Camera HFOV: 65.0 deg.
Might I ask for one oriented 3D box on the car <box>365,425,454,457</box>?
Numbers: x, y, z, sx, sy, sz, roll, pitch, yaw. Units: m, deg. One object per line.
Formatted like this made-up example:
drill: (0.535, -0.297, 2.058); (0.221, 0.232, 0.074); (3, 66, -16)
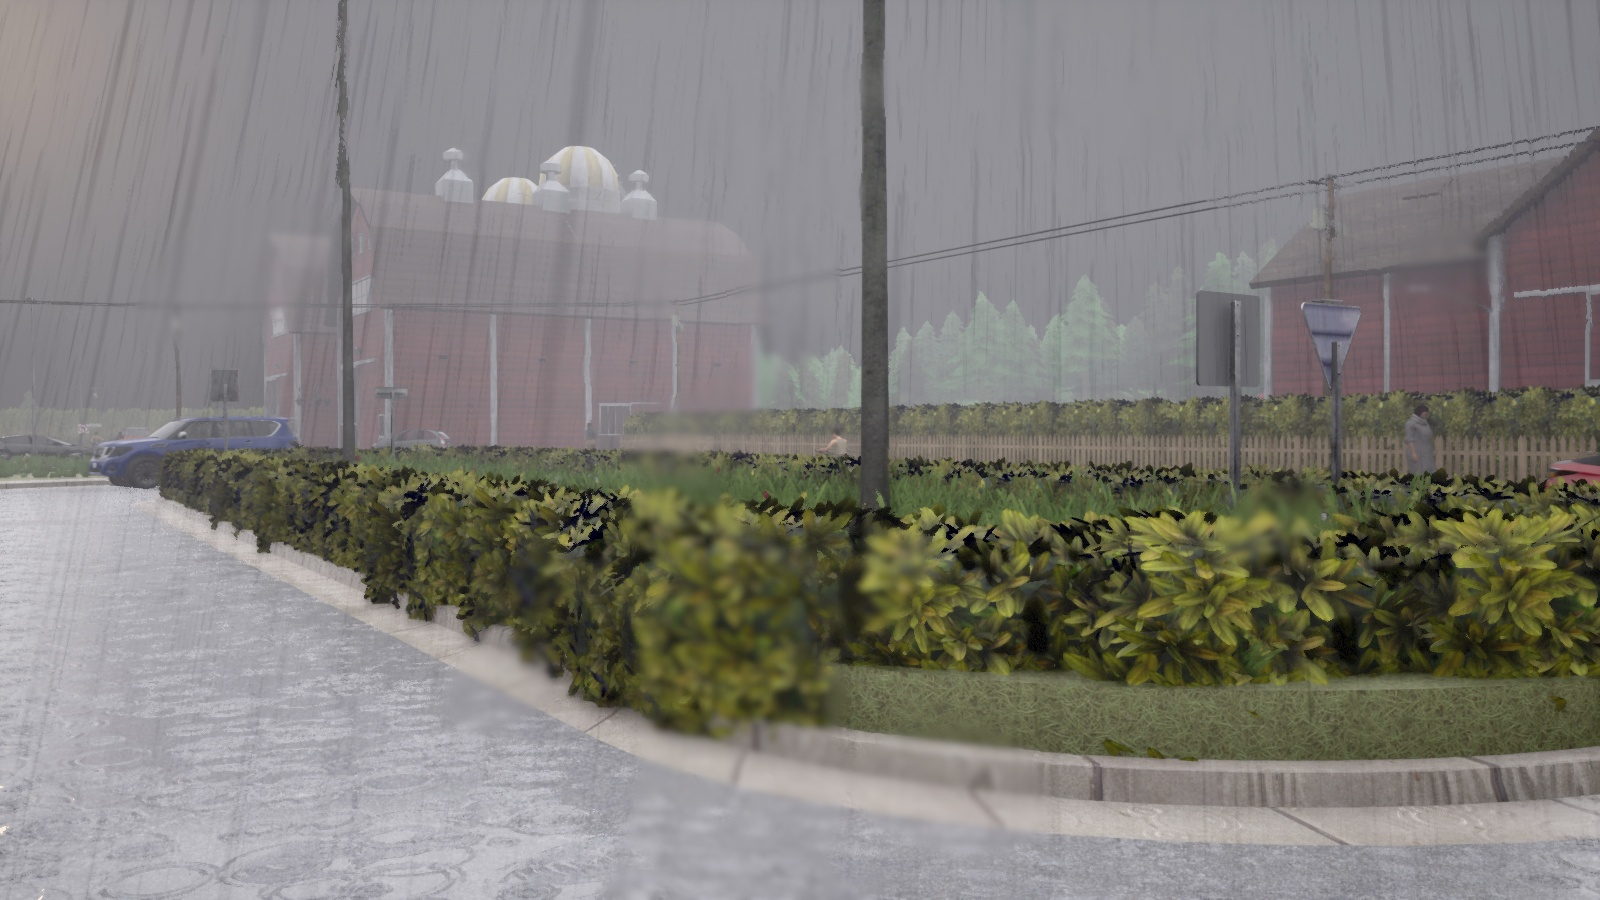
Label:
car: (-19.948, -0.451, 64.292); (3.988, 1.617, 1.851); (0, 1, 0)

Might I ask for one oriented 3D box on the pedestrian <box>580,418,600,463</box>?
pedestrian: (-8.700, -0.384, 52.020); (0.540, 1.848, 0.694); (-1, 1, -41)

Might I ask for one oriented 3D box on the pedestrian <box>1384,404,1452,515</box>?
pedestrian: (11.104, 0.162, 22.577); (0.659, 1.952, 0.873); (0, 1, -34)

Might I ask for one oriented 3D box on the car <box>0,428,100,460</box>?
car: (-36.658, -0.294, 60.698); (4.792, 1.488, 2.163); (0, 1, -25)

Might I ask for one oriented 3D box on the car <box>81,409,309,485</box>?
car: (-17.471, -0.104, 36.487); (5.566, 2.045, 2.150); (-1, 1, -44)

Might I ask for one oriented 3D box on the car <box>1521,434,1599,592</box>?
car: (9.399, 0.626, 11.397); (2.007, 1.525, 4.514); (0, 1, -33)
